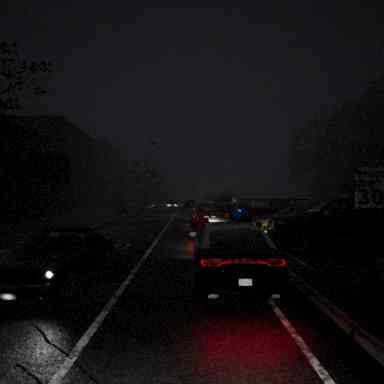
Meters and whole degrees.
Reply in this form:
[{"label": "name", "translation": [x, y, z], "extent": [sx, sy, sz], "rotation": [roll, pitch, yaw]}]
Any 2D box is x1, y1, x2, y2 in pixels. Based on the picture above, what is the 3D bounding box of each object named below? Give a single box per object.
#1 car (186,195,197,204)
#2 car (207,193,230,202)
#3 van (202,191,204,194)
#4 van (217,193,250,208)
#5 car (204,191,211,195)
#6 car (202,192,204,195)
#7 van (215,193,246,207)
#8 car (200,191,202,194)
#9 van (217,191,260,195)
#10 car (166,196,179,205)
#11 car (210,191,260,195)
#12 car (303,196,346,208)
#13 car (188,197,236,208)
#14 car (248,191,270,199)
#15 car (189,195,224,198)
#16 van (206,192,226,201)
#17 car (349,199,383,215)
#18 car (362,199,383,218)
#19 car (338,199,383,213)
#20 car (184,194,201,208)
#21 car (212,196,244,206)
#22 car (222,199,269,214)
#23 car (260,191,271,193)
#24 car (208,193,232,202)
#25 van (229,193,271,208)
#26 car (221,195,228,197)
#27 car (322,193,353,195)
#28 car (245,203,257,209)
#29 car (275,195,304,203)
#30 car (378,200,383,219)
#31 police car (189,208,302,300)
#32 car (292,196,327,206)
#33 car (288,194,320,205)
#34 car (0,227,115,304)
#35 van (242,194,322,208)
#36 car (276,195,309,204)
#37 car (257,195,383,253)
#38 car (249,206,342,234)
[{"label": "car", "translation": [-0.070, 1.359, 59.152], "extent": [1.837, 1.490, 4.892], "rotation": [0, 0, 0]}, {"label": "car", "translation": [5.546, 1.135, 69.287], "extent": [4.553, 1.767, 2.185], "rotation": [0, 0, 0]}, {"label": "van", "translation": [5.417, 0.914, 86.105], "extent": [4.442, 1.987, 1.878], "rotation": [0, 0, 0]}, {"label": "van", "translation": [5.751, 1.195, 46.860], "extent": [4.442, 1.987, 1.878], "rotation": [0, 0, 0]}, {"label": "car", "translation": [5.570, 1.069, 60.876], "extent": [5.566, 2.045, 2.435], "rotation": [0, 0, 0]}, {"label": "car", "translation": [5.550, 1.200, 77.697], "extent": [5.008, 1.535, 2.097], "rotation": [0, 0, 0]}, {"label": "van", "translation": [5.744, 1.175, 49.664], "extent": [4.442, 1.987, 1.878], "rotation": [0, 0, 0]}, {"label": "car", "translation": [5.705, 1.097, 91.713], "extent": [5.366, 1.575, 1.946], "rotation": [0, 0, 0]}, {"label": "van", "translation": [5.766, 1.235, 41.256], "extent": [4.442, 1.987, 1.878], "rotation": [0, 0, 0]}, {"label": "car", "translation": [-3.317, 1.431, 57.066], "extent": [1.994, 1.385, 4.181], "rotation": [0, 0, 0]}, {"label": "car", "translation": [5.614, 1.190, 44.056], "extent": [5.566, 2.045, 2.435], "rotation": [0, 0, 0]}, {"label": "car", "translation": [18.899, 1.415, 47.431], "extent": [5.366, 1.575, 1.946], "rotation": [0, 0, 0]}, {"label": "car", "translation": [0.953, 1.357, 18.485], "extent": [2.097, 1.767, 4.553], "rotation": [0, 0, 0]}, {"label": "car", "translation": [18.570, 0.848, 91.969], "extent": [5.566, 2.045, 2.435], "rotation": [0, 0, 0]}, {"label": "car", "translation": [0.947, 1.350, 24.493], "extent": [2.097, 1.767, 4.553], "rotation": [0, 0, 0]}, {"label": "van", "translation": [5.446, 0.994, 74.892], "extent": [4.442, 1.987, 1.878], "rotation": [0, 0, 0]}, {"label": "car", "translation": [18.719, 1.527, 33.545], "extent": [4.792, 1.488, 2.163], "rotation": [0, 0, 0]}, {"label": "car", "translation": [18.940, 1.497, 30.774], "extent": [5.366, 1.575, 1.946], "rotation": [0, 0, 0]}, {"label": "car", "translation": [18.770, 1.515, 36.328], "extent": [4.792, 1.488, 2.163], "rotation": [0, 0, 0]}, {"label": "car", "translation": [-0.037, 1.408, 45.969], "extent": [1.882, 1.535, 5.008], "rotation": [0, 0, 0]}, {"label": "car", "translation": [5.614, 1.382, 52.468], "extent": [4.892, 1.521, 2.231], "rotation": [0, 0, 0]}, {"label": "car", "translation": [5.661, 1.527, 35.646], "extent": [4.674, 1.452, 2.002], "rotation": [0, 0, 0]}, {"label": "car", "translation": [18.577, 0.867, 89.307], "extent": [5.566, 2.045, 2.435], "rotation": [0, 0, 0]}, {"label": "car", "translation": [5.553, 1.155, 66.483], "extent": [4.553, 1.767, 2.185], "rotation": [0, 0, 0]}, {"label": "van", "translation": [5.568, 1.277, 27.233], "extent": [4.442, 1.987, 1.878], "rotation": [0, 0, 0]}, {"label": "car", "translation": [5.663, 1.475, 38.449], "extent": [4.892, 1.521, 2.231], "rotation": [0, 0, 0]}, {"label": "car", "translation": [18.706, 1.221, 39.102], "extent": [5.566, 2.045, 2.435], "rotation": [0, 0, 0]}, {"label": "car", "translation": [5.528, 1.493, 16.016], "extent": [5.366, 1.575, 1.946], "rotation": [0, 0, 0]}, {"label": "car", "translation": [18.676, 1.300, 64.086], "extent": [4.892, 1.521, 2.231], "rotation": [0, 0, 0]}, {"label": "car", "translation": [18.757, 1.503, 27.996], "extent": [5.008, 1.535, 2.097], "rotation": [0, 0, 0]}, {"label": "police car", "translation": [0.966, 1.432, 8.613], "extent": [1.930, 1.638, 5.238], "rotation": [0, 0, 0]}, {"label": "car", "translation": [18.670, 1.408, 52.982], "extent": [4.792, 1.488, 2.163], "rotation": [0, 0, 0]}, {"label": "car", "translation": [18.723, 1.233, 55.759], "extent": [4.553, 1.767, 2.185], "rotation": [0, 0, 0]}, {"label": "car", "translation": [-3.359, 1.607, 8.277], "extent": [1.895, 1.301, 4.718], "rotation": [0, 0, 0]}, {"label": "van", "translation": [5.816, 1.275, 21.623], "extent": [4.442, 1.987, 1.878], "rotation": [0, 0, 0]}, {"label": "car", "translation": [18.492, 1.316, 61.309], "extent": [5.366, 1.575, 1.946], "rotation": [0, 0, 0]}, {"label": "car", "translation": [5.693, 1.243, 13.213], "extent": [5.566, 2.045, 2.435], "rotation": [0, 0, 0]}, {"label": "car", "translation": [5.709, 1.539, 18.820], "extent": [4.674, 1.452, 2.002], "rotation": [0, 0, 0]}]
